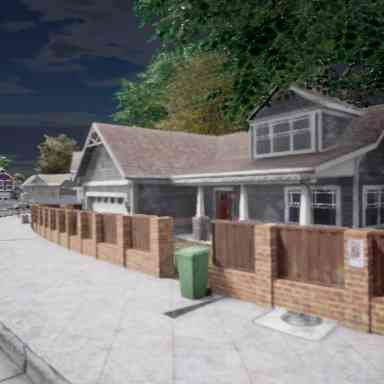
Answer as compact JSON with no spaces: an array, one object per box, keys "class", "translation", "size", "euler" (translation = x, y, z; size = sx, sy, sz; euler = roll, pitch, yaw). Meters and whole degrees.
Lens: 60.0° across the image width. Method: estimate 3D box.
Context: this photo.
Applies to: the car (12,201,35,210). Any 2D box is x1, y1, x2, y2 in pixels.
[{"class":"car","translation":[-27.375,2.156,54.120],"size":[2.128,1.511,4.902],"euler":[-1,0,-1]}]
